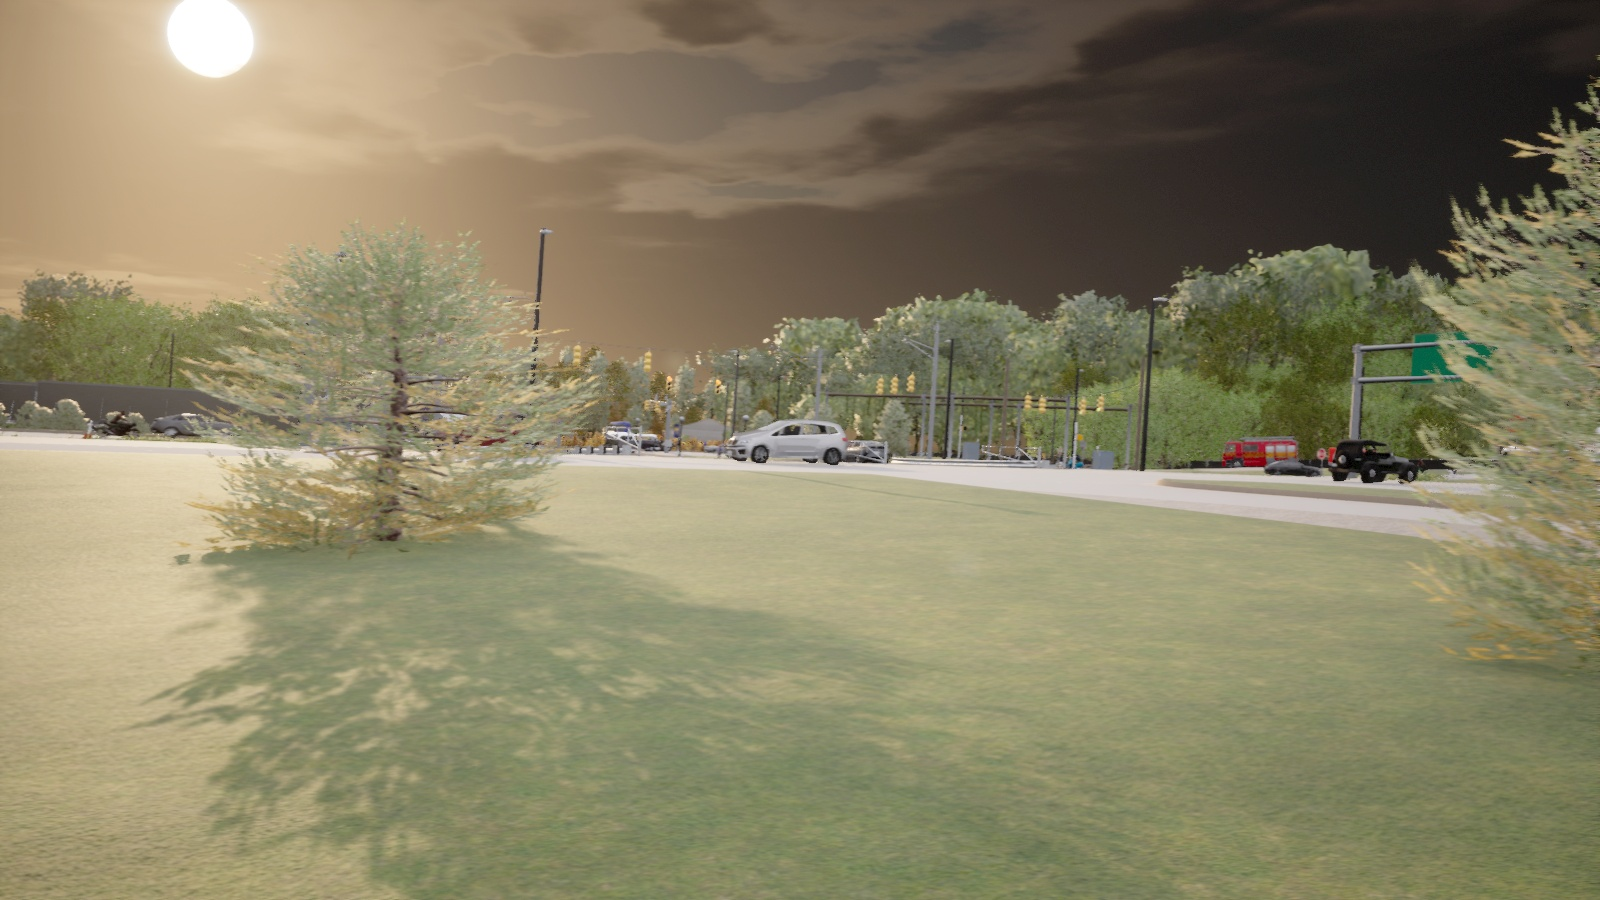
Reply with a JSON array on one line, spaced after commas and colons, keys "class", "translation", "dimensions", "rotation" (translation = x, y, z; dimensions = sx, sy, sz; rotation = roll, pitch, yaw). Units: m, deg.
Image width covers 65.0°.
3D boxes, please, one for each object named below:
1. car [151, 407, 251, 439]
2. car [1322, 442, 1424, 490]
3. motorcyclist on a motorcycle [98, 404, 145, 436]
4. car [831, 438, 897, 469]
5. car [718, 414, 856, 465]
[{"class": "car", "translation": [-33.469, -1.520, 70.277], "dimensions": [4.902, 1.511, 2.128], "rotation": [3, 0, -24]}, {"class": "car", "translation": [25.152, 0.713, 55.111], "dimensions": [3.866, 1.878, 1.905], "rotation": [3, 1, -24]}, {"class": "motorcyclist on a motorcycle", "translation": [-35.416, -1.571, 65.569], "dimensions": [2.044, 1.523, 0.797], "rotation": [3, 0, -24]}, {"class": "car", "translation": [3.593, 0.185, 71.744], "dimensions": [2.007, 1.525, 4.514], "rotation": [3, 0, -22]}, {"class": "car", "translation": [-0.502, -0.394, 47.268], "dimensions": [4.611, 1.667, 2.242], "rotation": [2, 1, -24]}]
